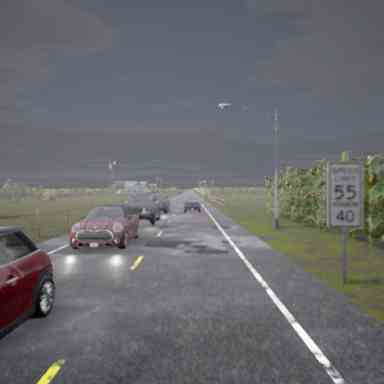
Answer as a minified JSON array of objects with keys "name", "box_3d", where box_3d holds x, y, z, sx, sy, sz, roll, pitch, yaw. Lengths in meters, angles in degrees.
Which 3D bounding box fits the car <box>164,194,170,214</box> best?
[{"name":"car","box_3d":[-3.541,1.206,35.437,2.150,2.045,5.566,0,0,1]}]

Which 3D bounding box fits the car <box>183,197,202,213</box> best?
[{"name":"car","box_3d":[0.055,1.488,36.632,1.837,1.490,4.892,0,0,1]}]

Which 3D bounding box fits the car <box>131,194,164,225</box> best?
[{"name":"car","box_3d":[-3.587,1.218,24.666,2.150,2.045,5.566,0,0,0]}]

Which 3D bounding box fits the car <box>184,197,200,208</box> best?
[{"name":"car","box_3d":[0.014,1.457,47.838,2.128,1.511,4.902,0,0,0]}]

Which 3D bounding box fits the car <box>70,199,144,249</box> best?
[{"name":"car","box_3d":[-3.597,1.354,14.454,2.097,1.767,4.553,0,0,0]}]

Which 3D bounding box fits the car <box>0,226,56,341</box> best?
[{"name":"car","box_3d":[-3.630,1.353,4.358,2.097,1.767,4.553,0,0,1]}]
